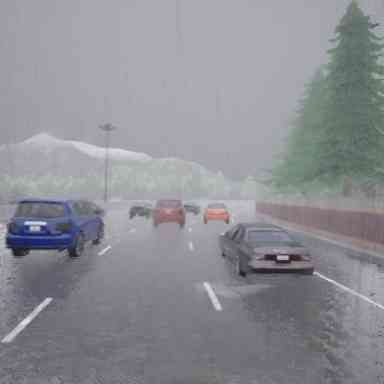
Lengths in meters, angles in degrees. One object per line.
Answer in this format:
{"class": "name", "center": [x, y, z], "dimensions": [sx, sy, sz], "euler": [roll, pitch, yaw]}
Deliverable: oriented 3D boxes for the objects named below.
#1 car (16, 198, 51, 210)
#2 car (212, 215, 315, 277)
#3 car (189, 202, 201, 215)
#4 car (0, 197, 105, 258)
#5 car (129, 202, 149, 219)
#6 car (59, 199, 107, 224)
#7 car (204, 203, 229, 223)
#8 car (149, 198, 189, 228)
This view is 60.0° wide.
{"class": "car", "center": [-20.991, 1.531, 44.195], "dimensions": [1.812, 1.442, 4.674], "euler": [1, -1, 9]}
{"class": "car", "center": [2.105, 1.729, 10.876], "dimensions": [2.033, 1.411, 5.357], "euler": [1, -1, -4]}
{"class": "car", "center": [-0.019, 1.992, 41.082], "dimensions": [1.837, 1.490, 4.892], "euler": [1, 0, 8]}
{"class": "car", "center": [-5.001, 1.253, 12.981], "dimensions": [2.150, 2.045, 5.566], "euler": [1, -1, -3]}
{"class": "car", "center": [-4.652, 1.769, 32.044], "dimensions": [1.837, 1.490, 4.892], "euler": [1, -1, 5]}
{"class": "car", "center": [-8.508, 1.456, 26.475], "dimensions": [2.097, 1.767, 4.553], "euler": [1, -1, 2]}
{"class": "car", "center": [2.186, 1.757, 29.673], "dimensions": [2.097, 1.767, 4.553], "euler": [1, -1, 4]}
{"class": "car", "center": [-1.570, 1.479, 24.848], "dimensions": [2.150, 2.045, 5.566], "euler": [1, 0, 0]}
